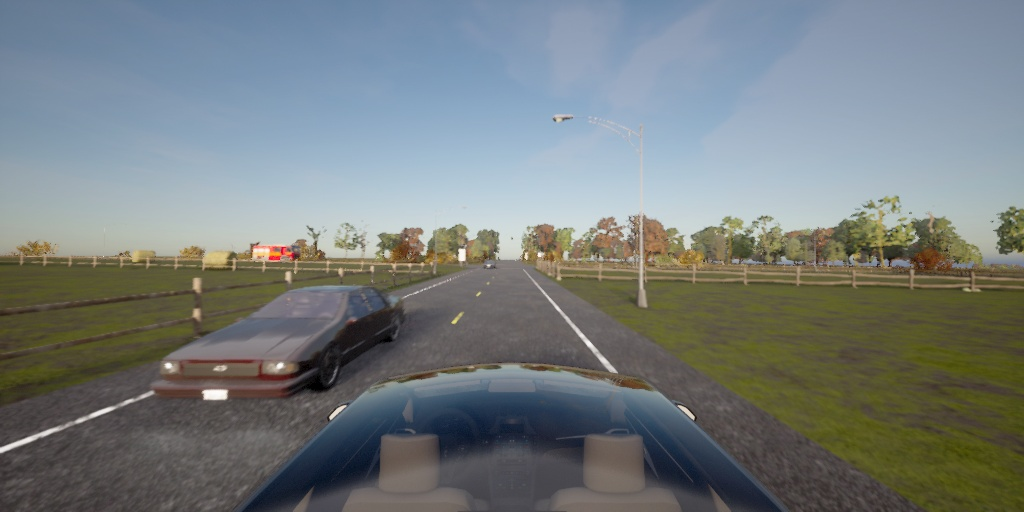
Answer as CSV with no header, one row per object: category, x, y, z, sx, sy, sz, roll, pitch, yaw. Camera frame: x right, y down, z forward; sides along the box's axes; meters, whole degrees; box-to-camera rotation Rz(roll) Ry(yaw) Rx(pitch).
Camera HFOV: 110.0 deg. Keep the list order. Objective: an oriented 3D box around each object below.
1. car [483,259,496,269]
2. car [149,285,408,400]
car,-3.502,1.276,56.680,2.128,1.511,4.902,0,0,0
car,-3.600,1.298,7.015,2.033,1.411,5.357,0,0,0
